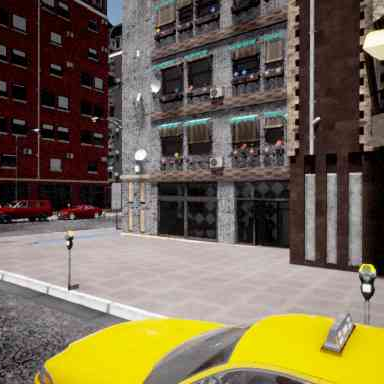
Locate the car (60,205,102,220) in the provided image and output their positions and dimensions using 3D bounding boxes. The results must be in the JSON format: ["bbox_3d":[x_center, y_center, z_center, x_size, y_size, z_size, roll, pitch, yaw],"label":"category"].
[{"bbox_3d":[-10.840,1.923,32.274,1.887,1.381,4.507,-1,-2,35],"label":"car"}]

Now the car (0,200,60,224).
[{"bbox_3d":[-14.136,1.591,27.635,2.192,1.841,5.009,-1,-2,35],"label":"car"}]

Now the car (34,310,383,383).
[{"bbox_3d":[0.754,1.525,2.338,4.829,1.417,1.752,0,0,36],"label":"car"}]
